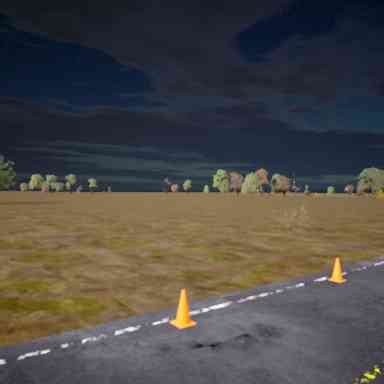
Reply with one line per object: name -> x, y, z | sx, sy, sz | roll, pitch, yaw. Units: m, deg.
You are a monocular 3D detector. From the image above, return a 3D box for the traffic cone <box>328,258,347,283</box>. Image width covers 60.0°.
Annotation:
traffic cone -> 3.819, 2.025, 8.727 | 0.340, 0.580, 0.340 | 1, 0, -37

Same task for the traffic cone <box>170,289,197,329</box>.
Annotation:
traffic cone -> -0.145, 1.983, 5.757 | 0.340, 0.580, 0.340 | 1, 0, -36
